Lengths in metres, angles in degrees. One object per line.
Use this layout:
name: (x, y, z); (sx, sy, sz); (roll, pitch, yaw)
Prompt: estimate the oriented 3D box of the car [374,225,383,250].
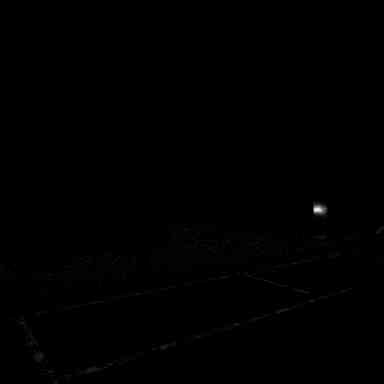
car: (8.882, 1.438, 12.969); (4.097, 1.590, 1.967); (0, -1, -35)
